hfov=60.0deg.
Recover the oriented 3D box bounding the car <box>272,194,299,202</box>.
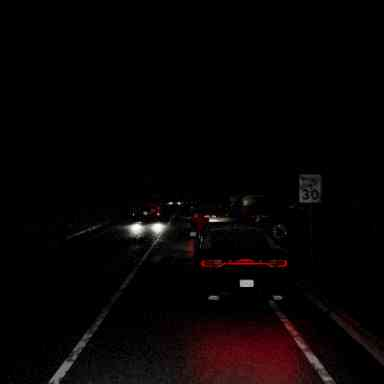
[{"bbox_3d":[18.738,1.187,66.963,4.892,1.521,2.231,0,1,0],"label":"car"}]

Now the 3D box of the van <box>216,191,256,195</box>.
[{"bbox_3d":[5.805,1.162,44.146,4.442,1.987,1.878,0,0,0],"label":"van"}]

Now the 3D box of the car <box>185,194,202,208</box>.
[{"bbox_3d":[0.007,1.420,45.089,2.033,1.411,5.357,0,0,1],"label":"car"}]

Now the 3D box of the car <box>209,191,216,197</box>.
[{"bbox_3d":[5.656,1.112,46.946,5.566,2.045,2.435,0,1,0],"label":"car"}]

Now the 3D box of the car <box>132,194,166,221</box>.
[{"bbox_3d":[-3.355,1.179,26.794,2.150,2.045,5.566,0,0,0],"label":"car"}]

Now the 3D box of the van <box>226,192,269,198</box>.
[{"bbox_3d":[5.594,1.229,30.124,4.442,1.987,1.878,0,0,0],"label":"van"}]

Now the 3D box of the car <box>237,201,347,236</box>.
[{"bbox_3d":[5.543,1.465,18.907,5.366,1.575,1.946,0,0,0],"label":"car"}]

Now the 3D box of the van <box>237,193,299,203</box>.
[{"bbox_3d":[5.836,1.236,24.513,4.442,1.987,1.878,0,0,0],"label":"van"}]

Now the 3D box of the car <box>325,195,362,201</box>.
[{"bbox_3d":[18.805,1.451,39.206,4.792,1.488,2.163,0,0,0],"label":"car"}]

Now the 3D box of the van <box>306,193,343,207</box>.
[{"bbox_3d":[18.880,1.134,47.532,4.442,1.987,1.878,0,1,0],"label":"van"}]

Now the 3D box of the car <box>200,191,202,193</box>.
[{"bbox_3d":[5.795,0.936,94.603,5.366,1.575,1.946,0,1,0],"label":"car"}]

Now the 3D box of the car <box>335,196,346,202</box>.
[{"bbox_3d":[18.751,1.468,36.423,4.792,1.488,2.163,0,0,0],"label":"car"}]

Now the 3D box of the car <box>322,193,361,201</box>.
[{"bbox_3d":[18.743,1.152,41.979,5.566,2.045,2.435,0,0,0],"label":"car"}]

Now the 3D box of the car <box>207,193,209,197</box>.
[{"bbox_3d":[5.660,1.279,60.965,4.674,1.452,2.002,0,1,0],"label":"car"}]

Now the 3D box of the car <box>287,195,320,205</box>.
[{"bbox_3d":[18.721,1.315,55.860,4.792,1.488,2.163,0,1,0],"label":"car"}]

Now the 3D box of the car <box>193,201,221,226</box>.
[{"bbox_3d":[0.970,1.471,24.415,1.837,1.490,4.892,0,0,0],"label":"car"}]

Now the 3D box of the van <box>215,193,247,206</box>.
[{"bbox_3d":[5.797,1.113,49.750,4.442,1.987,1.878,0,1,0],"label":"van"}]

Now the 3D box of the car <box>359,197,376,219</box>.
[{"bbox_3d":[18.784,1.454,30.874,5.008,1.535,2.097,0,0,0],"label":"car"}]

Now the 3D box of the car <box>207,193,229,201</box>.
[{"bbox_3d":[5.613,1.013,72.177,4.553,1.767,2.185,0,1,0],"label":"car"}]

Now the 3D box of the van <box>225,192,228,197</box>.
[{"bbox_3d":[5.823,1.221,32.925,4.442,1.987,1.878,0,0,0],"label":"van"}]

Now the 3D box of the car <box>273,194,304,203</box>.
[{"bbox_3d":[18.552,1.208,64.186,5.366,1.575,1.946,0,0,0],"label":"car"}]

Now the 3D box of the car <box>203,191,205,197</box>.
[{"bbox_3d":[5.625,0.937,66.569,5.566,2.045,2.435,0,1,0],"label":"car"}]

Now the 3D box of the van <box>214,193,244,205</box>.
[{"bbox_3d":[5.792,1.088,52.554,4.442,1.987,1.878,0,1,0],"label":"van"}]

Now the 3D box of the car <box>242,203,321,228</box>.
[{"bbox_3d":[5.726,1.505,21.710,4.674,1.452,2.002,0,0,0],"label":"car"}]

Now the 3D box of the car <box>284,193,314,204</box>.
[{"bbox_3d":[18.777,1.135,58.636,4.553,1.767,2.185,0,1,0],"label":"car"}]

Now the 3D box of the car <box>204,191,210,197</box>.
[{"bbox_3d":[5.629,0.962,63.766,5.566,2.045,2.435,0,1,0],"label":"car"}]

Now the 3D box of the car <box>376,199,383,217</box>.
[{"bbox_3d":[18.787,1.461,28.096,4.892,1.521,2.231,0,0,0],"label":"car"}]

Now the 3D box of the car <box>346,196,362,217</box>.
[{"bbox_3d":[18.969,1.443,33.651,5.366,1.575,1.946,0,0,0],"label":"car"}]

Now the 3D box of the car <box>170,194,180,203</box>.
[{"bbox_3d":[-3.263,1.207,64.541,1.882,1.535,5.008,0,0,0],"label":"car"}]

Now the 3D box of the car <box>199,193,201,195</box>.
[{"bbox_3d":[-0.011,1.273,58.234,2.128,1.511,4.902,0,0,0],"label":"car"}]

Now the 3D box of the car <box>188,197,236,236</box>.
[{"bbox_3d":[0.971,1.332,18.377,2.097,1.767,4.553,0,0,0],"label":"car"}]

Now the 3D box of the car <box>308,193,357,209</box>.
[{"bbox_3d":[18.796,1.133,44.756,5.566,2.045,2.435,0,1,0],"label":"car"}]

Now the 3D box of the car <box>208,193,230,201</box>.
[{"bbox_3d":[5.618,1.038,69.373,4.553,1.767,2.185,0,1,0],"label":"car"}]

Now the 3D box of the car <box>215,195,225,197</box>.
[{"bbox_3d":[5.699,1.408,41.340,4.892,1.521,2.231,0,0,0],"label":"car"}]

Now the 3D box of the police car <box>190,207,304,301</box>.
[{"bbox_3d":[0.973,1.420,8.504,1.930,1.638,5.238,0,0,0],"label":"police car"}]
